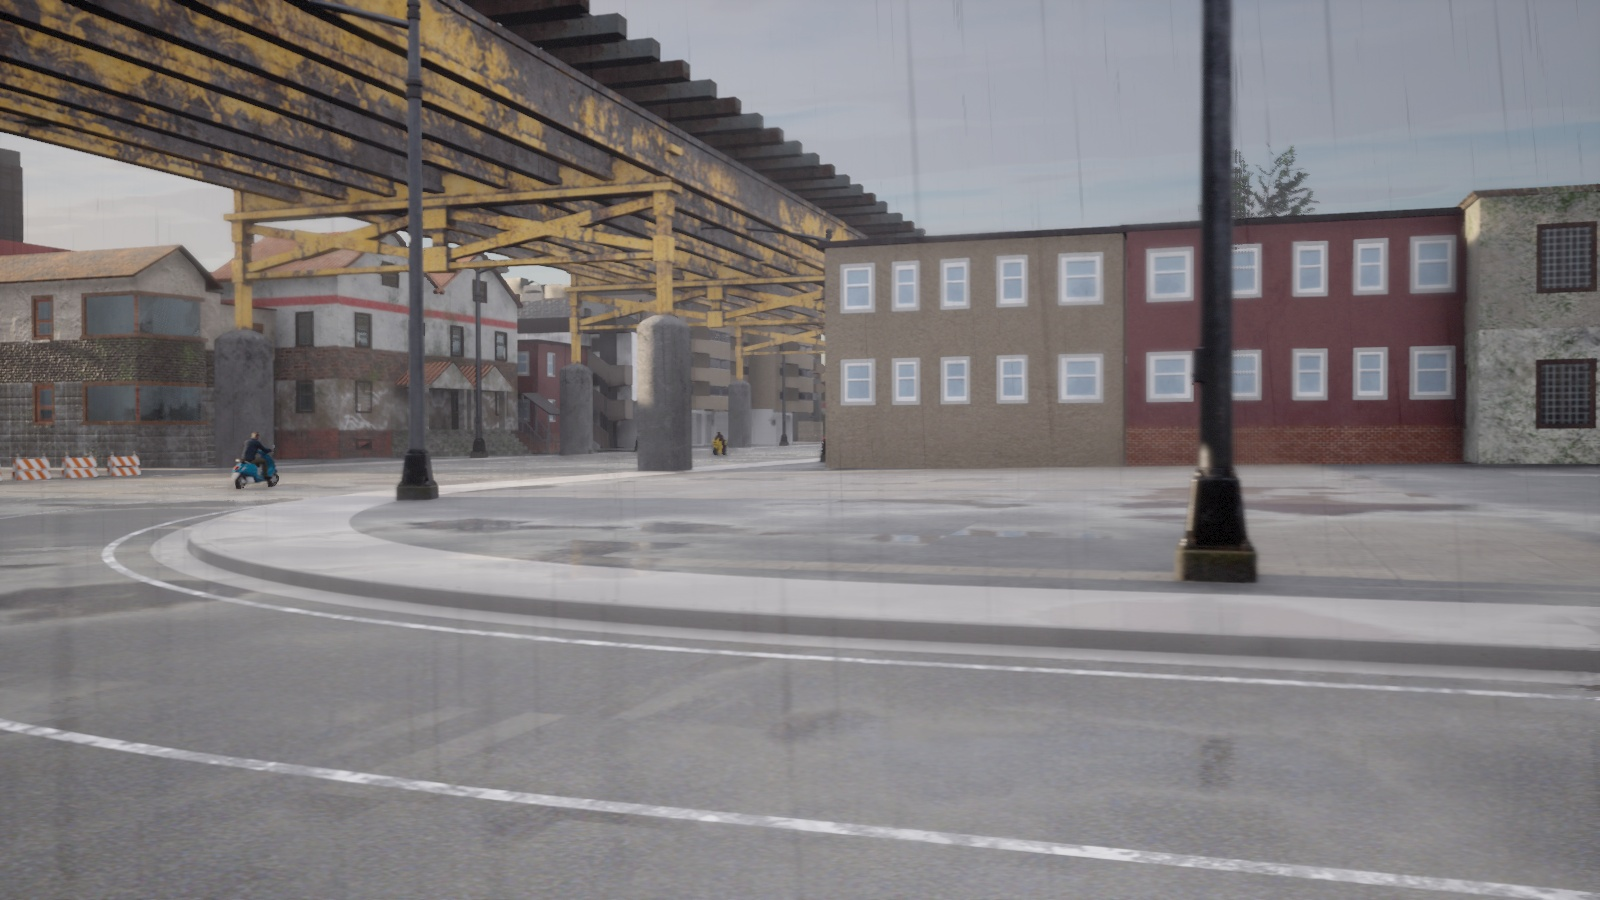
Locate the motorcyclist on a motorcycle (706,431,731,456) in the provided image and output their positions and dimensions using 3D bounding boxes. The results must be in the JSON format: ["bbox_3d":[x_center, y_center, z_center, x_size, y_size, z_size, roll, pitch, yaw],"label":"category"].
[{"bbox_3d":[-4.982,-0.426,77.087,0.797,1.523,2.044,1,1,18],"label":"motorcyclist on a motorcycle"}]

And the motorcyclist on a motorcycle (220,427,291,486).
[{"bbox_3d":[-15.215,0.167,35.160,0.866,1.590,1.817,1,1,16],"label":"motorcyclist on a motorcycle"}]
